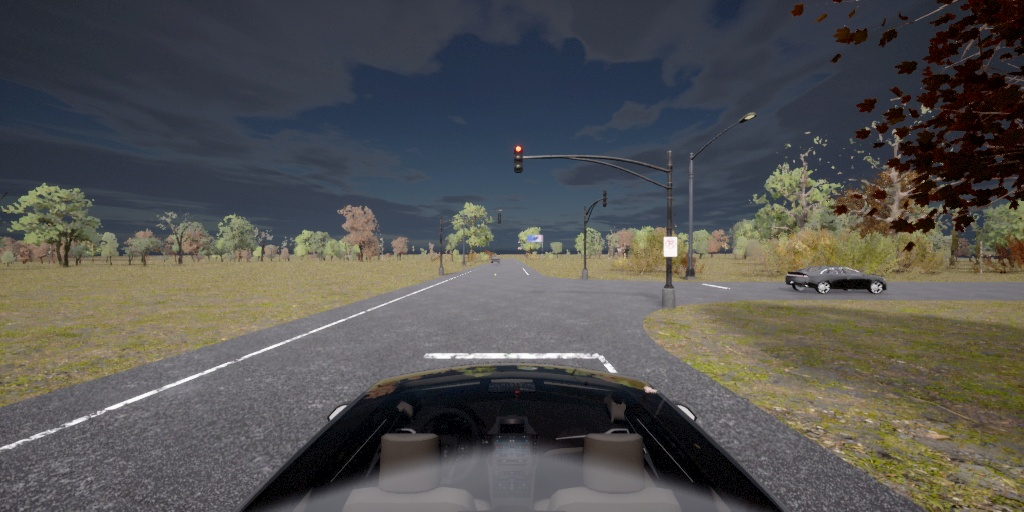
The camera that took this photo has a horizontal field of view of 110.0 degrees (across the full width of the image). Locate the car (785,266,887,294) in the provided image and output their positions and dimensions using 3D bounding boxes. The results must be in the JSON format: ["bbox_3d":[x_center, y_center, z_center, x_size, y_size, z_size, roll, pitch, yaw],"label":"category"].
[{"bbox_3d":[18.329,1.309,20.360,4.902,1.511,2.128,0,1,0],"label":"car"}]
